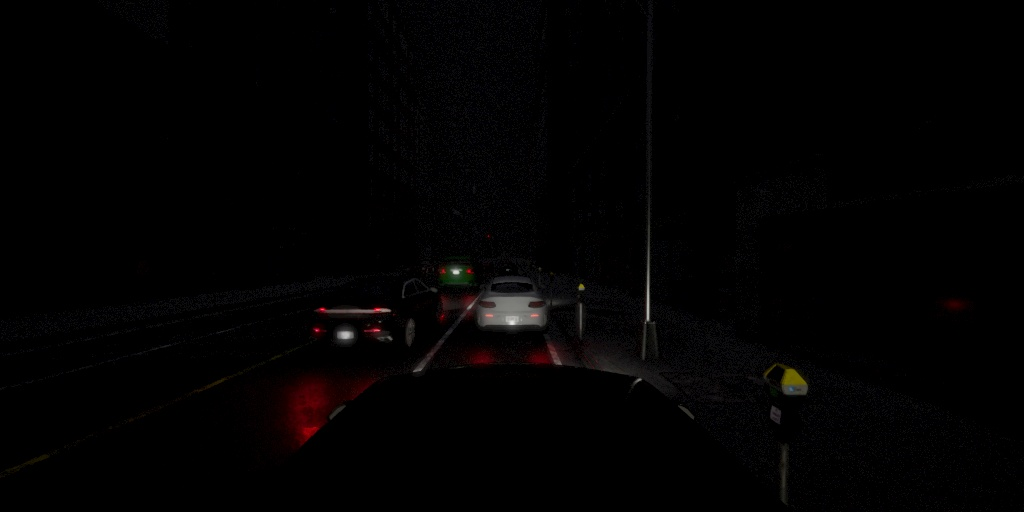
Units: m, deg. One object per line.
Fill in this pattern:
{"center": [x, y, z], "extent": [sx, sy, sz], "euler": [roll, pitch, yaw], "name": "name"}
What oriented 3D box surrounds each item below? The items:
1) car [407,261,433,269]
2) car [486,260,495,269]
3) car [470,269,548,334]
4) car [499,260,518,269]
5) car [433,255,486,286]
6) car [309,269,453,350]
{"center": [-8.909, 1.189, 34.934], "extent": [1.967, 1.591, 4.097], "euler": [0, 0, 0], "name": "car"}
{"center": [-3.148, 1.229, 43.457], "extent": [1.882, 1.535, 5.008], "euler": [0, 0, 0], "name": "car"}
{"center": [0.003, 1.274, 10.501], "extent": [1.812, 1.442, 4.674], "euler": [0, 0, 0], "name": "car"}
{"center": [-0.383, 1.315, 34.934], "extent": [1.948, 1.339, 4.313], "euler": [0, 0, 0], "name": "car"}
{"center": [-3.044, 0.972, 22.207], "extent": [2.150, 2.045, 5.566], "euler": [0, 0, 0], "name": "car"}
{"center": [-3.049, 1.240, 9.024], "extent": [2.128, 1.511, 4.902], "euler": [0, 0, 0], "name": "car"}
